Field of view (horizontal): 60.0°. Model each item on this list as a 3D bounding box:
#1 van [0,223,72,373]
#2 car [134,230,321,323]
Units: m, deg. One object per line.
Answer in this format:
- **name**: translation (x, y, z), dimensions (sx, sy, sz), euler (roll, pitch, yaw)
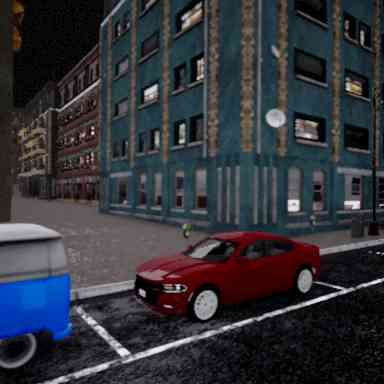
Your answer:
- **van**: translation (-3.543, 1.339, 4.022), dimensions (3.998, 1.788, 1.690), euler (0, 0, -35)
- **car**: translation (0.952, 1.561, 7.231), dimensions (4.507, 1.381, 1.887), euler (0, 0, -35)
